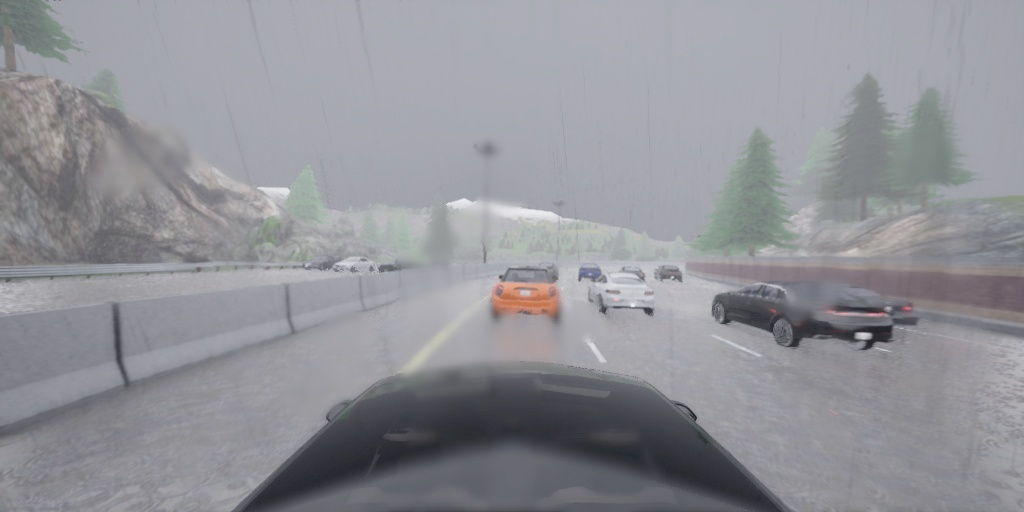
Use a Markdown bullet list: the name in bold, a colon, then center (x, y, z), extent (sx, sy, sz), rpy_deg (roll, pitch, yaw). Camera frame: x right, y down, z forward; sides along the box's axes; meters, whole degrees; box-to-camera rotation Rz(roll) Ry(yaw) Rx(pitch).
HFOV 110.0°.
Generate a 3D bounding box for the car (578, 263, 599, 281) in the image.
- **car**: center (6.928, 1.356, 31.929), extent (1.882, 1.535, 5.008), rpy_deg (2, 0, 12)

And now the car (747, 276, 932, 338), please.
- **car**: center (11.033, 1.588, 12.853), extent (2.033, 1.411, 5.357), rpy_deg (2, 0, 5)

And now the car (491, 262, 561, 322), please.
- **car**: center (0.560, 1.093, 12.517), extent (2.097, 1.767, 4.553), rpy_deg (2, 0, 4)

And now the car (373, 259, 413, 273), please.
- **car**: center (-10.704, 0.969, 34.012), extent (1.895, 1.301, 4.718), rpy_deg (2, 0, 12)

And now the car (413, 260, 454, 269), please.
- **car**: center (-7.153, 1.071, 33.936), extent (1.895, 1.301, 4.718), rpy_deg (2, 0, 12)

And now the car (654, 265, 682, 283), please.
- **car**: center (14.421, 1.595, 33.275), extent (1.837, 1.490, 4.892), rpy_deg (1, 0, 14)

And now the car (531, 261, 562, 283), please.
- **car**: center (2.996, 1.261, 30.161), extent (2.128, 1.511, 4.902), rpy_deg (2, 0, 11)

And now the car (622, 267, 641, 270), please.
- **car**: center (10.394, 1.580, 31.536), extent (1.895, 1.301, 4.718), rpy_deg (2, 0, 12)

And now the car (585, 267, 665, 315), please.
- **car**: center (4.175, 1.367, 14.108), extent (1.812, 1.442, 4.674), rpy_deg (2, 0, 5)

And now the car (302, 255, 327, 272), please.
- **car**: center (-17.769, 0.657, 34.307), extent (2.128, 1.511, 4.902), rpy_deg (2, 0, 11)

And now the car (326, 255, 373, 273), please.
- **car**: center (-14.448, 0.788, 33.077), extent (1.812, 1.442, 4.674), rpy_deg (2, 0, 11)

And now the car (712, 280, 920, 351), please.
- **car**: center (7.368, 1.434, 9.806), extent (2.128, 1.511, 4.902), rpy_deg (2, 0, 3)
